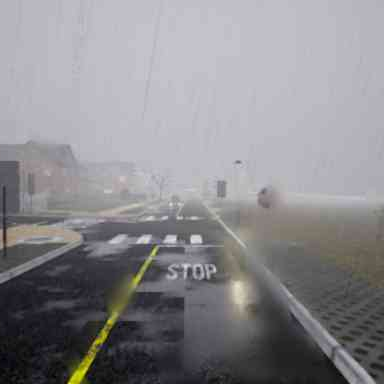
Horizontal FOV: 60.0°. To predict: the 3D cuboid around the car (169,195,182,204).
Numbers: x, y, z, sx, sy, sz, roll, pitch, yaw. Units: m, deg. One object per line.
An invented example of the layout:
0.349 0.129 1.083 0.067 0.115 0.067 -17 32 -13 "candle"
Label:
-2.746 1.226 56.333 1.837 1.490 4.892 0 2 0 "car"
